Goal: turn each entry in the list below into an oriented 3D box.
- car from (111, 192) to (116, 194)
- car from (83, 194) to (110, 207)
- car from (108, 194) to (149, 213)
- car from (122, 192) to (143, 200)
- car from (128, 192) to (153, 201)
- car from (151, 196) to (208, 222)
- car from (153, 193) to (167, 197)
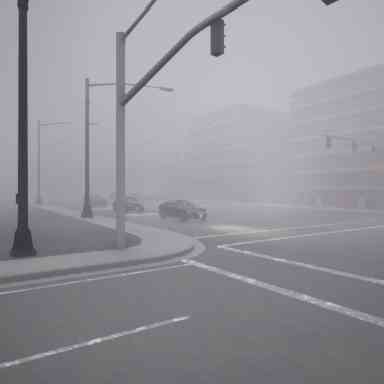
[{"bbox_3d":[-14.795,0.708,64.371,1.837,1.490,4.892,0,1,-34],"label":"car"},{"bbox_3d":[-12.277,1.013,41.901,1.882,1.535,5.008,0,1,-34],"label":"car"},{"bbox_3d":[-6.487,1.242,33.404,1.812,1.442,4.674,0,1,-34],"label":"car"},{"bbox_3d":[-11.904,0.750,66.344,2.033,1.411,5.357,0,1,-34],"label":"car"},{"bbox_3d":[-8.916,0.844,55.760,1.882,1.535,5.008,0,1,-34],"label":"car"},{"bbox_3d":[-0.765,1.358,25.018,2.128,1.511,4.902,0,1,-34],"label":"car"},{"bbox_3d":[-6.026,0.858,57.734,2.128,1.511,4.902,0,1,-34],"label":"car"}]
